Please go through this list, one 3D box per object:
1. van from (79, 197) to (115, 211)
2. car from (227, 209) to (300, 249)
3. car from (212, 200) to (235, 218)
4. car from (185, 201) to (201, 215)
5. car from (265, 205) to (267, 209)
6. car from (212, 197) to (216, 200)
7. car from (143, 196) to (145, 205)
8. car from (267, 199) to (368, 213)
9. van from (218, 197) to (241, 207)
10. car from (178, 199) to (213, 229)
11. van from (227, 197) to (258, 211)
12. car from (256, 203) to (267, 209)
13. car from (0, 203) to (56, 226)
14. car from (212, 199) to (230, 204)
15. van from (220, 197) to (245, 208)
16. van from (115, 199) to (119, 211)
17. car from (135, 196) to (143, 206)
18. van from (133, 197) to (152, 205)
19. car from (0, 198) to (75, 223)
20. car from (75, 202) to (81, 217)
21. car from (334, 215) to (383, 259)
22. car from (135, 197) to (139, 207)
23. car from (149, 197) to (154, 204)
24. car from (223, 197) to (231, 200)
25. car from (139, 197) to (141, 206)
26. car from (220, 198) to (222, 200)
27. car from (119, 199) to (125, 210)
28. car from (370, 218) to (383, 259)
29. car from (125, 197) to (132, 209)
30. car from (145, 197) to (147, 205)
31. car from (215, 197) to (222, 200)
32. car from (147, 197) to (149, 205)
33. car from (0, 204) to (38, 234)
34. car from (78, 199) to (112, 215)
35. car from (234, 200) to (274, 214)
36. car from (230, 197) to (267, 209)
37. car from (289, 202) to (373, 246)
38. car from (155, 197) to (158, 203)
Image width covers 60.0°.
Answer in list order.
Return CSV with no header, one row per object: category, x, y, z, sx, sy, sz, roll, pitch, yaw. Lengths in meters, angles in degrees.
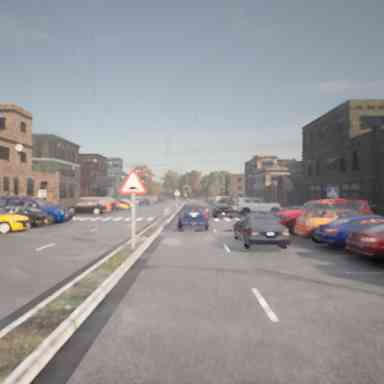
van,-12.719,1.706,42.691,4.442,1.987,1.878,0,-1,0
car,3.095,1.736,15.613,2.033,1.411,5.357,0,-1,0
car,3.087,1.918,35.082,1.837,1.490,4.892,0,-1,0
car,0.086,1.956,41.622,1.882,1.535,5.008,0,-1,0
car,7.635,1.790,22.188,4.674,1.452,2.002,0,-1,0
car,7.645,2.003,71.827,5.566,2.045,2.435,0,-1,0
car,-12.559,2.058,67.701,4.553,1.767,2.185,0,-1,0
car,7.606,1.465,19.433,5.566,2.045,2.435,0,-1,0
van,7.734,1.999,69.069,4.442,1.987,1.878,0,-1,0
car,0.116,1.624,24.034,2.097,1.767,4.553,1,-1,0
van,7.507,1.810,49.768,4.442,1.987,1.878,0,-1,0
car,7.603,1.812,24.946,4.792,1.488,2.163,0,-1,0
car,-12.605,1.731,23.232,4.892,1.521,2.231,0,-1,0
car,7.608,2.501,88.365,4.674,1.452,2.002,0,-1,0
van,7.736,1.940,63.556,4.442,1.987,1.878,0,-1,0
van,-12.717,1.734,45.470,4.442,1.987,1.878,0,-1,0
car,-12.561,2.027,64.921,4.553,1.767,2.185,0,-1,0
van,-12.467,2.163,84.376,4.442,1.987,1.878,0,-1,0
car,-12.581,1.509,26.014,5.566,2.045,2.435,0,-1,0
car,-12.579,1.819,28.791,4.792,1.488,2.163,0,-1,0
car,7.634,1.653,11.157,4.674,1.452,2.002,0,-1,0
car,-12.590,2.095,59.365,5.008,1.535,2.097,0,-1,0
car,-12.557,2.064,78.819,5.566,2.045,2.435,0,-1,0
car,7.653,1.759,47.011,5.566,2.045,2.435,0,-1,0
car,-12.599,2.125,62.142,4.892,1.521,2.231,0,-1,0
car,7.618,2.152,58.037,4.674,1.452,2.002,0,-1,0
car,-12.602,2.027,48.246,4.674,1.452,2.002,0,-1,0
car,7.632,1.579,8.401,5.008,1.535,2.097,0,-1,0
car,-12.413,2.011,51.026,5.366,1.575,1.946,0,-1,0
car,-12.587,2.254,70.479,4.674,1.452,2.002,0,-1,0
car,7.435,2.136,60.795,5.366,1.575,1.946,0,-1,0
car,-12.582,2.248,73.258,4.892,1.521,2.231,0,-1,0
car,-12.618,1.700,20.453,5.008,1.535,2.097,0,-1,0
car,-12.597,1.905,39.909,4.892,1.521,2.231,0,-1,0
car,7.657,1.831,41.370,4.553,1.767,2.185,0,-1,0
car,7.656,1.680,38.736,5.566,2.045,2.435,0,-1,0
car,7.603,1.557,16.674,4.553,1.767,2.185,0,-1,0
car,-12.554,2.175,87.153,5.566,2.045,2.435,0,-1,0
